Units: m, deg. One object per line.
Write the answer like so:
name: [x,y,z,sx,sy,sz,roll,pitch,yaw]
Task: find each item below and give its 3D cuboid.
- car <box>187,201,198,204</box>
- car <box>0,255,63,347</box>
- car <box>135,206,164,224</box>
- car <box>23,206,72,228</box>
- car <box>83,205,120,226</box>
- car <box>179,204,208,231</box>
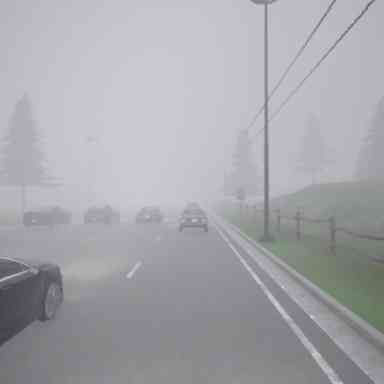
car: [0.094,1.964,42.995,1.837,1.490,4.892,0,0,0]
car: [-3.411,1.542,4.532,2.128,1.511,4.902,0,-1,0]
car: [-3.404,1.856,27.350,1.994,1.385,4.181,0,-1,0]
car: [-10.403,1.738,24.339,1.882,1.535,5.008,0,0,0]
car: [-6.904,1.769,25.860,2.128,1.511,4.902,0,0,0]
car: [0.096,1.786,22.355,2.033,1.411,5.357,0,-1,0]
